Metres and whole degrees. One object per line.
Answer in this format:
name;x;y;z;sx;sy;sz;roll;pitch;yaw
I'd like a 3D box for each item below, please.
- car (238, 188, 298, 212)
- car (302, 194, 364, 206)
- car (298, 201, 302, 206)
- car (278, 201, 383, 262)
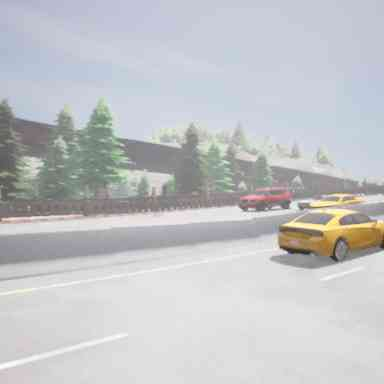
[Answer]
car;6.743;0.658;30.294;5.566;2.045;2.150;-3;2;-35
car;10.695;0.920;24.511;5.008;1.535;1.882;-3;2;-35
car;11.332;0.927;29.263;4.718;1.301;1.895;-2;1;-35
car;5.173;1.338;11.734;5.008;1.535;1.882;-2;1;-35
